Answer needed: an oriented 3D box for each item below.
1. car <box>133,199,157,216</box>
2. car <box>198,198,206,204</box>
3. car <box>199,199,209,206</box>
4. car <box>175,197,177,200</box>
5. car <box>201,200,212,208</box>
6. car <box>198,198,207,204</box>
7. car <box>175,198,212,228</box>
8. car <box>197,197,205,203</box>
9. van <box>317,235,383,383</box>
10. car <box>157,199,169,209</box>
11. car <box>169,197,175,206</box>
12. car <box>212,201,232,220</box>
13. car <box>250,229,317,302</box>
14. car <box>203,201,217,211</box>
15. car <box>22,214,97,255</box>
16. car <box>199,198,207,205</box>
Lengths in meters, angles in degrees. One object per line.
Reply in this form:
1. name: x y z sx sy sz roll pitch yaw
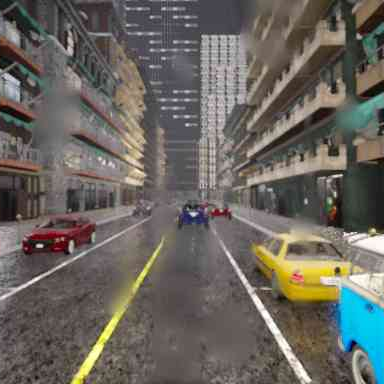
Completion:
1. car: -5.319 1.743 36.614 1.967 1.590 4.097 0 0 0
2. car: 2.544 2.346 87.827 1.887 1.381 4.507 0 -1 0
3. car: 2.550 2.188 70.760 1.947 1.339 4.313 0 -1 0
4. car: -5.337 2.305 93.510 1.967 1.590 4.097 0 -1 0
5. car: 2.553 2.093 59.380 1.802 1.307 4.206 0 -1 0
6. car: 2.546 2.284 82.137 1.887 1.381 4.507 0 -1 0
7. car: 0.095 1.547 23.993 2.097 1.767 4.553 0 0 0
8. car: 2.543 2.304 93.517 1.967 1.590 4.097 0 -1 0
9. van: 2.573 1.362 2.488 1.690 1.788 3.998 0 0 0
10. car: -5.324 1.898 53.683 1.967 1.590 4.097 0 -1 0
11. car: -5.331 2.188 70.751 1.947 1.339 4.313 0 -1 0
12. car: 2.563 1.693 30.934 1.967 1.590 4.097 0 0 0
13. car: 2.569 1.592 8.347 1.752 1.417 4.829 0 0 0
14. car: 2.557 1.987 48.002 1.802 1.307 4.206 0 -1 0
15. car: -5.313 1.656 13.855 1.887 1.381 4.507 0 0 0
16. car: 2.548 2.207 76.620 1.752 1.417 4.829 0 -1 0
